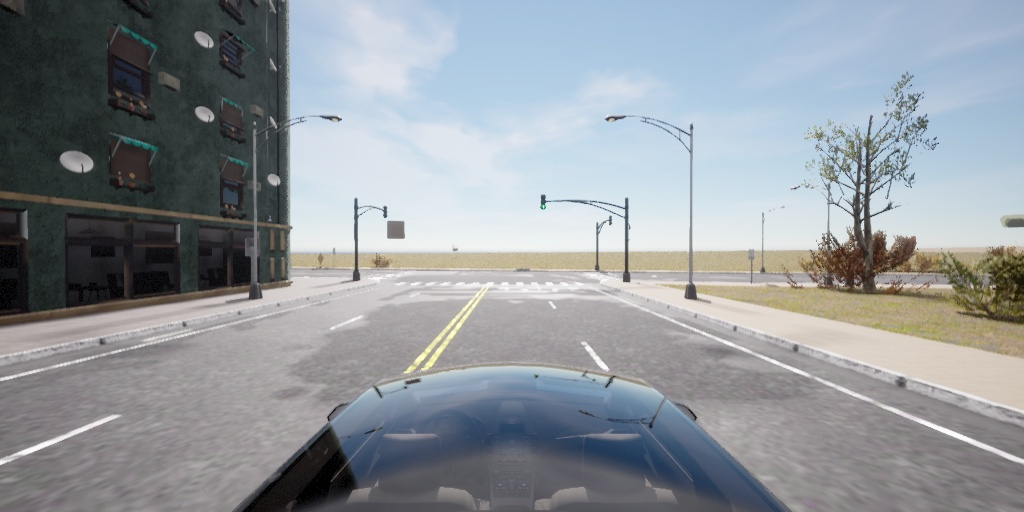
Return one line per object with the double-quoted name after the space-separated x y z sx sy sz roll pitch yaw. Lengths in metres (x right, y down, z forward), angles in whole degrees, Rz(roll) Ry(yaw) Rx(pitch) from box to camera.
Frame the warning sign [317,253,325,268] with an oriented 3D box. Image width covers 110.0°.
-23.468 0.561 43.935 1.060 1.860 1.300 0 0 1 "warning sign"
